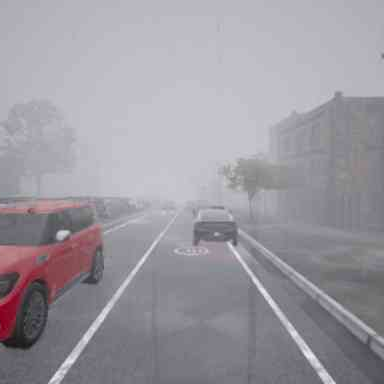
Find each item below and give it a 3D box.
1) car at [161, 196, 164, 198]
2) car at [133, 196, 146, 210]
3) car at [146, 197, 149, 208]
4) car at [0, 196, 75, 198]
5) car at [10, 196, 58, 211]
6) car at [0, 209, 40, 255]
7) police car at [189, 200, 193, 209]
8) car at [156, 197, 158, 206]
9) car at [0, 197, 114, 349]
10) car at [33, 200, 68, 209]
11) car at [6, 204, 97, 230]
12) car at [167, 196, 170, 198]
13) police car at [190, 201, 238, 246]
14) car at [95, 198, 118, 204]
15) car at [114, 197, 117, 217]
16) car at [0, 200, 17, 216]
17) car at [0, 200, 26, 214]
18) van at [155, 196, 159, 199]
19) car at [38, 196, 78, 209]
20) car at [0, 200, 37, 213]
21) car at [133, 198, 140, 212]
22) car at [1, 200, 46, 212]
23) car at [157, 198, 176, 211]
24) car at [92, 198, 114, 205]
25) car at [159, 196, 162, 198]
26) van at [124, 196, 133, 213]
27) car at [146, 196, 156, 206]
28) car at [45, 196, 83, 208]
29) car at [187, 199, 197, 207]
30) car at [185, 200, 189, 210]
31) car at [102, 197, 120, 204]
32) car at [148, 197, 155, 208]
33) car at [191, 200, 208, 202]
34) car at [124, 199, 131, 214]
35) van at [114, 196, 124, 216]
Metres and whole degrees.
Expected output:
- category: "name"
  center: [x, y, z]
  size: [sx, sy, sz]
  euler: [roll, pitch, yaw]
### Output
- category: "car"
  center: [-8.924, 2.125, 68.969]
  size: [5.008, 1.535, 2.097]
  euler: [0, -1, 0]
- category: "car"
  center: [-8.907, 1.503, 40.945]
  size: [5.566, 2.045, 2.435]
  euler: [0, -1, 0]
- category: "car"
  center: [-8.859, 1.848, 46.546]
  size: [4.792, 1.488, 2.163]
  euler: [0, -1, 0]
- category: "car"
  center: [-8.881, 1.256, 15.716]
  size: [5.566, 2.045, 2.435]
  euler: [0, 0, 0]
- category: "car"
  center: [-21.940, 1.565, 46.355]
  size: [5.566, 2.045, 2.435]
  euler: [0, -1, 0]
- category: "car"
  center: [-8.847, 1.493, 12.914]
  size: [4.892, 1.521, 2.231]
  euler: [0, 0, 0]
- category: "police car"
  center: [0.961, 1.613, 31.617]
  size: [1.930, 1.638, 5.238]
  euler: [0, -1, 0]
- category: "car"
  center: [-8.938, 1.996, 57.756]
  size: [4.792, 1.488, 2.163]
  euler: [0, -1, 0]
- category: "car"
  center: [-3.353, 1.228, 6.621]
  size: [2.150, 2.045, 5.566]
  euler: [0, 0, 0]
- category: "car"
  center: [-21.975, 1.925, 51.798]
  size: [4.674, 1.452, 2.002]
  euler: [0, -1, 0]
- category: "car"
  center: [-8.860, 1.548, 21.319]
  size: [4.892, 1.521, 2.231]
  euler: [0, -1, 0]
- category: "car"
  center: [-8.927, 2.072, 82.987]
  size: [5.566, 2.045, 2.435]
  euler: [0, -1, 0]
- category: "police car"
  center: [0.968, 1.455, 15.590]
  size: [1.930, 1.638, 5.238]
  euler: [0, 0, 0]
- category: "car"
  center: [-21.854, 2.355, 85.365]
  size: [5.366, 1.575, 1.946]
  euler: [0, -1, 0]
- category: "car"
  center: [-8.826, 1.476, 26.926]
  size: [4.553, 1.767, 2.185]
  euler: [0, -1, 0]
- category: "car"
  center: [-21.762, 1.690, 35.213]
  size: [5.366, 1.575, 1.946]
  euler: [0, -1, 0]
- category: "car"
  center: [-21.947, 1.723, 37.999]
  size: [5.008, 1.535, 2.097]
  euler: [0, -1, 0]
- category: "van"
  center: [-8.797, 1.780, 60.563]
  size: [4.442, 1.987, 1.878]
  euler: [0, -1, 0]
- category: "car"
  center: [-21.954, 1.673, 54.710]
  size: [5.566, 2.045, 2.435]
  euler: [0, -1, 0]
- category: "car"
  center: [-21.928, 1.784, 40.784]
  size: [4.792, 1.488, 2.163]
  euler: [0, -1, 0]
- category: "car"
  center: [-8.868, 1.724, 38.138]
  size: [5.008, 1.535, 2.097]
  euler: [0, -1, 0]
- category: "car"
  center: [-21.991, 1.814, 43.568]
  size: [4.792, 1.488, 2.163]
  euler: [0, -1, 0]
- category: "car"
  center: [-3.356, 1.915, 47.953]
  size: [2.033, 1.411, 5.357]
  euler: [0, -1, 0]
- category: "car"
  center: [-22.040, 2.320, 82.588]
  size: [4.892, 1.521, 2.231]
  euler: [0, -1, 0]
- category: "car"
  center: [-8.895, 2.115, 66.165]
  size: [4.792, 1.488, 2.163]
  euler: [0, -1, 0]
- category: "van"
  center: [-8.985, 1.468, 35.337]
  size: [4.442, 1.987, 1.878]
  euler: [0, -1, 0]
- category: "car"
  center: [-9.089, 1.924, 54.953]
  size: [5.366, 1.575, 1.946]
  euler: [0, -1, 0]
- category: "car"
  center: [-21.959, 1.711, 57.371]
  size: [5.566, 2.045, 2.435]
  euler: [0, -1, 0]
- category: "car"
  center: [-0.028, 2.182, 66.347]
  size: [1.994, 1.385, 4.181]
  euler: [0, -1, 0]
- category: "car"
  center: [-0.019, 1.926, 48.823]
  size: [2.033, 1.411, 5.357]
  euler: [0, -1, 0]
- category: "car"
  center: [-22.080, 2.311, 90.916]
  size: [4.553, 1.767, 2.185]
  euler: [0, -1, 0]
- category: "car"
  center: [-8.893, 1.888, 52.154]
  size: [5.008, 1.535, 2.097]
  euler: [0, -1, 0]
- category: "car"
  center: [0.964, 1.626, 25.497]
  size: [1.837, 1.490, 4.892]
  euler: [0, -1, 0]
- category: "car"
  center: [-8.858, 1.664, 32.532]
  size: [4.892, 1.521, 2.231]
  euler: [0, -1, 0]
- category: "van"
  center: [-8.744, 1.406, 29.731]
  size: [4.442, 1.987, 1.878]
  euler: [0, -1, 0]
